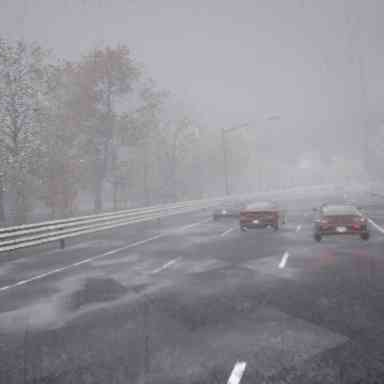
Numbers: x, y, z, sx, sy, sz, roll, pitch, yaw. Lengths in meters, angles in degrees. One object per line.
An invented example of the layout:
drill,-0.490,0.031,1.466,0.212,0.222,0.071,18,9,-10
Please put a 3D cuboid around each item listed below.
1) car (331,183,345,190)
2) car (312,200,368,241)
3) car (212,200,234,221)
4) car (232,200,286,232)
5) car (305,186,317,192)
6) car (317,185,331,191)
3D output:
car,37.155,-1.220,84.240,1.837,1.490,4.892,-4,0,27
car,6.040,1.072,13.802,1.812,1.442,4.674,-4,0,21
car,2.986,1.326,25.135,1.994,1.385,4.181,-4,0,22
car,3.881,1.178,17.916,1.882,1.535,5.008,-4,0,21
car,30.525,-0.713,86.591,2.128,1.511,4.902,-4,0,27
car,34.029,-0.939,85.788,1.994,1.385,4.181,-4,0,27
